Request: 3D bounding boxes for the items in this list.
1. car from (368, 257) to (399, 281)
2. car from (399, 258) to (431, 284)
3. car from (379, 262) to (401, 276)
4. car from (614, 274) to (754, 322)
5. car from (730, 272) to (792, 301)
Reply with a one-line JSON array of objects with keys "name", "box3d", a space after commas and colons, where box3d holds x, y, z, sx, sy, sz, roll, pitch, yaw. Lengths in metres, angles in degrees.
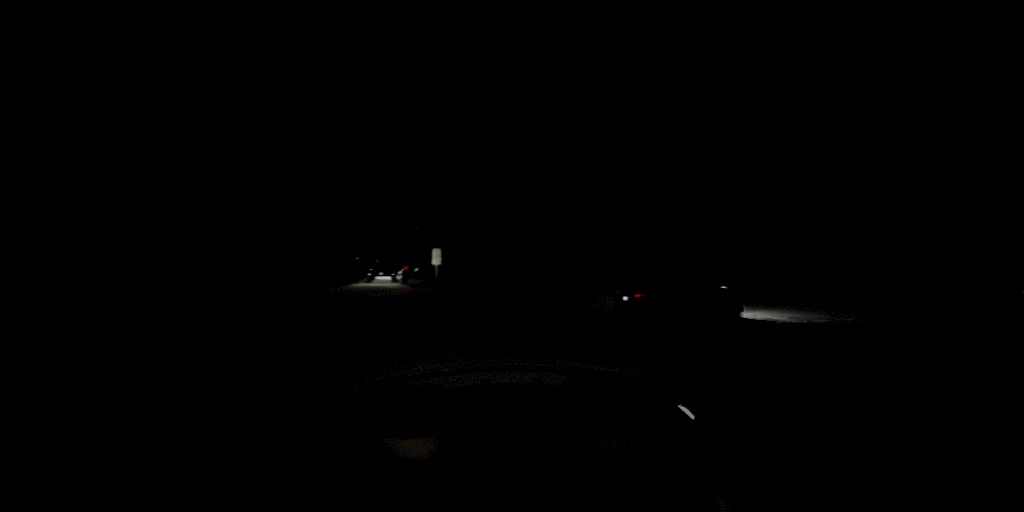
[{"name": "car", "box3d": [-11.531, 1.134, 32.200, 2.150, 2.045, 5.566, 1, -1, -16]}, {"name": "car", "box3d": [-7.874, 1.147, 29.605, 2.150, 2.045, 5.566, 1, -1, -14]}, {"name": "car", "box3d": [-14.586, 1.473, 43.133, 2.128, 1.511, 4.902, 1, 0, -15]}, {"name": "car", "box3d": [5.762, 1.415, 12.528, 4.181, 1.385, 1.994, 0, 0, -12]}, {"name": "car", "box3d": [11.311, 1.471, 17.555, 4.181, 1.385, 1.994, 0, 0, -13]}]
